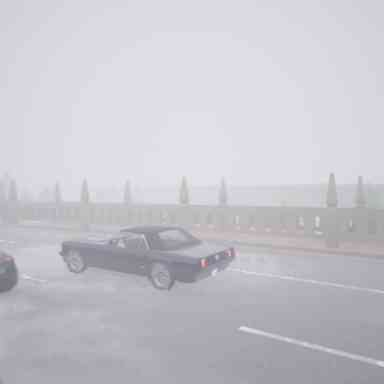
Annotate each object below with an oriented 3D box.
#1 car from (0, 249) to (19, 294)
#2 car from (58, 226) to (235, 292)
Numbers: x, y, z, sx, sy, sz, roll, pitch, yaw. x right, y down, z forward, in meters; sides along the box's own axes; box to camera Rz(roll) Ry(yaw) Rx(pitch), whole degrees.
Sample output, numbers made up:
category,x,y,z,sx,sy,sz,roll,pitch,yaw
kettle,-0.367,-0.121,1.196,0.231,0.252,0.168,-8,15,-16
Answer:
category,x,y,z,sx,sy,sz,roll,pitch,yaw
car,-5.821,1.536,7.394,4.181,1.385,1.994,0,0,31
car,-1.371,1.561,8.855,4.718,1.301,1.895,0,0,32
